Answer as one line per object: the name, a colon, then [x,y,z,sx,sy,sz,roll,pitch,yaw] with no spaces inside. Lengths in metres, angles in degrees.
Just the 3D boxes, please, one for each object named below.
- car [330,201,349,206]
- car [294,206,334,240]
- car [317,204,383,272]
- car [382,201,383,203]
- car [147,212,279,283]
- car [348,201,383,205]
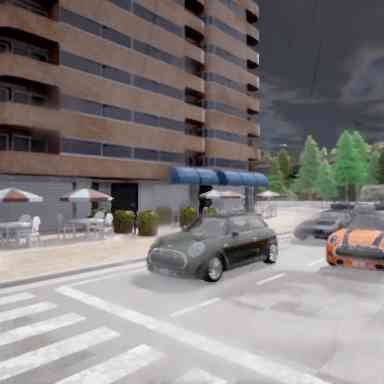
car: [21.327,1.950,45.910,1.895,1.301,4.718,0,-1,-19]
car: [7.232,1.687,17.215,2.033,1.411,5.357,-1,-1,42]
car: [6.128,1.431,10.931,2.097,1.767,4.553,-1,-1,42]
car: [25.701,1.856,43.648,1.994,1.385,4.181,0,-1,-16]
car: [0.795,1.463,10.263,2.097,1.767,4.553,-1,-1,42]
car: [13.222,1.691,25.518,1.837,1.490,4.892,-1,-1,25]
